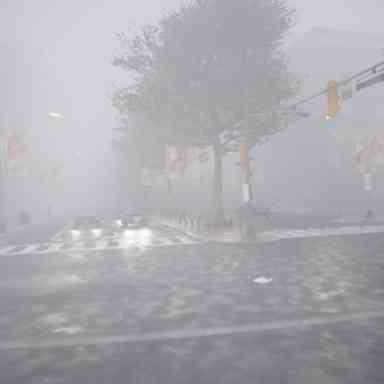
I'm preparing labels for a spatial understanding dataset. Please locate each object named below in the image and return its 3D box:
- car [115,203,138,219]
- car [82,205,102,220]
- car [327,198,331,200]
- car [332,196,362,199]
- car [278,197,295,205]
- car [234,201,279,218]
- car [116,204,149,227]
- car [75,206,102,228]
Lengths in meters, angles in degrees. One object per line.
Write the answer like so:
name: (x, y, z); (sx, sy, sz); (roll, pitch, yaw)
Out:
car: (-7.301, 2.053, 36.524); (2.128, 1.511, 4.902); (-1, -1, -15)
car: (-10.850, 2.207, 36.250); (1.994, 1.385, 4.181); (-1, -1, -15)
car: (28.853, 1.465, 65.427); (1.895, 1.301, 4.718); (-1, -1, -15)
car: (24.748, 1.281, 52.087); (2.002, 1.452, 4.674); (-1, -1, -15)
car: (17.557, 1.656, 62.760); (2.161, 1.482, 4.786); (-1, -1, -15)
car: (5.895, 1.751, 32.271); (2.033, 1.411, 5.357); (-1, -1, -15)
car: (-4.661, 1.889, 26.754); (2.128, 1.511, 4.902); (-1, -1, -15)
car: (-8.251, 2.007, 26.606); (1.812, 1.442, 4.674); (-1, -1, -14)
